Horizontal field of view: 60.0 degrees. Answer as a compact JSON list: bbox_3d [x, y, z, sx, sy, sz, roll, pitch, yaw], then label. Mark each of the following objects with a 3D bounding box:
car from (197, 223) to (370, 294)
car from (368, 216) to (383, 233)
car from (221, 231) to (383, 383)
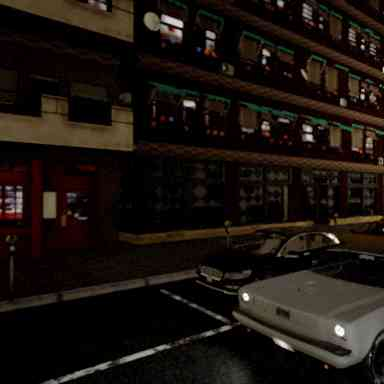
[{"bbox_3d":[2.140,1.556,8.087,4.403,1.369,2.008,0,0,-36],"label":"car"},{"bbox_3d":[6.511,1.536,11.206,4.829,1.417,1.752,0,0,-36],"label":"car"},{"bbox_3d":[2.940,1.605,5.473,4.718,1.301,1.895,0,0,-35],"label":"car"}]
